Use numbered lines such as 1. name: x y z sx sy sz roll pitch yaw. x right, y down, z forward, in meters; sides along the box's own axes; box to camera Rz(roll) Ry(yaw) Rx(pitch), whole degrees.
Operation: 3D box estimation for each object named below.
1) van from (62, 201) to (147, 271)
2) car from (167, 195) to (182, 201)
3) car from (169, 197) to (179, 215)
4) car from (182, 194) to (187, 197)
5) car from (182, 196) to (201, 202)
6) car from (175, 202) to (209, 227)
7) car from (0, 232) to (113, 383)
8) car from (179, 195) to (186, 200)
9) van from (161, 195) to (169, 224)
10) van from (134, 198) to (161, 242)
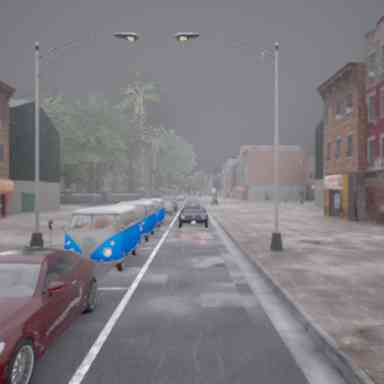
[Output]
1. van: -2.641 1.319 10.466 1.690 1.788 3.998 0 0 0
2. car: -2.647 1.242 37.787 2.192 1.841 5.009 0 0 0
3. car: -2.645 1.486 32.324 2.008 1.369 4.403 0 0 0
4. car: -2.658 1.393 75.936 1.967 1.590 4.097 0 0 0
5. car: 0.087 1.489 39.706 1.994 1.385 4.181 0 0 0
6. car: 0.094 1.555 22.413 1.895 1.301 4.718 0 0 0
7. car: -2.639 1.571 5.002 1.802 1.307 4.206 0 0 0
8. car: -2.662 1.585 93.002 1.802 1.307 4.206 0 0 0
9. van: -2.643 1.297 21.395 1.690 1.788 3.998 0 0 0
10. van: -2.642 1.308 15.931 1.690 1.788 3.998 0 0 0
